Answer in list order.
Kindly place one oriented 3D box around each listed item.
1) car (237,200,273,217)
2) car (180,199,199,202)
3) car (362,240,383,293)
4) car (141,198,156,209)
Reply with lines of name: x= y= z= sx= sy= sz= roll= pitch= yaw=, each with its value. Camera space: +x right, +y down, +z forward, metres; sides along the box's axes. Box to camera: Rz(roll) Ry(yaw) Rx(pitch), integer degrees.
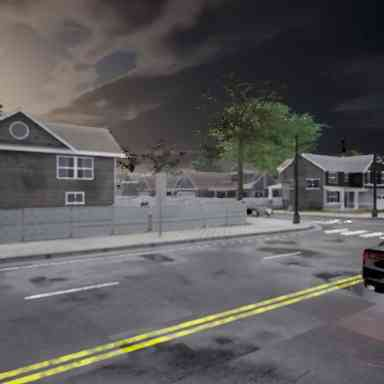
car: x=5.409 y=1.557 z=31.258 sx=2.128 sy=1.511 sz=4.902 roll=0 pitch=0 yaw=-35
car: x=-0.119 y=1.560 z=39.068 sx=1.882 sy=1.535 sz=5.008 roll=0 pitch=0 yaw=-35
car: x=5.891 y=1.492 z=7.637 sx=5.008 sy=1.535 sz=1.882 roll=0 pitch=0 yaw=-35
car: x=-5.801 y=1.626 z=47.106 sx=1.812 sy=1.442 sz=4.674 roll=0 pitch=0 yaw=-35
